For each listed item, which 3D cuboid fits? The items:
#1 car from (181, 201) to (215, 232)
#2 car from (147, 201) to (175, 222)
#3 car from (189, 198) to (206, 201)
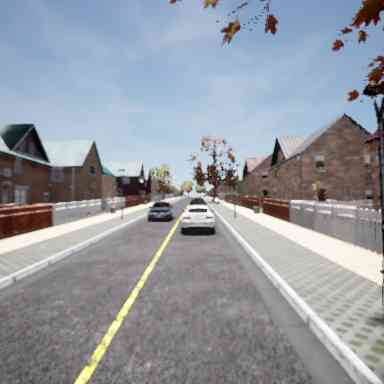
[{"bbox_3d":[0.359,1.477,19.565,1.812,1.442,4.674,-1,0,1],"label":"car"},{"bbox_3d":[-2.381,1.489,26.417,1.812,1.442,4.674,-1,0,1],"label":"car"},{"bbox_3d":[0.640,1.388,39.026,1.882,1.535,5.008,-1,0,1],"label":"car"}]
